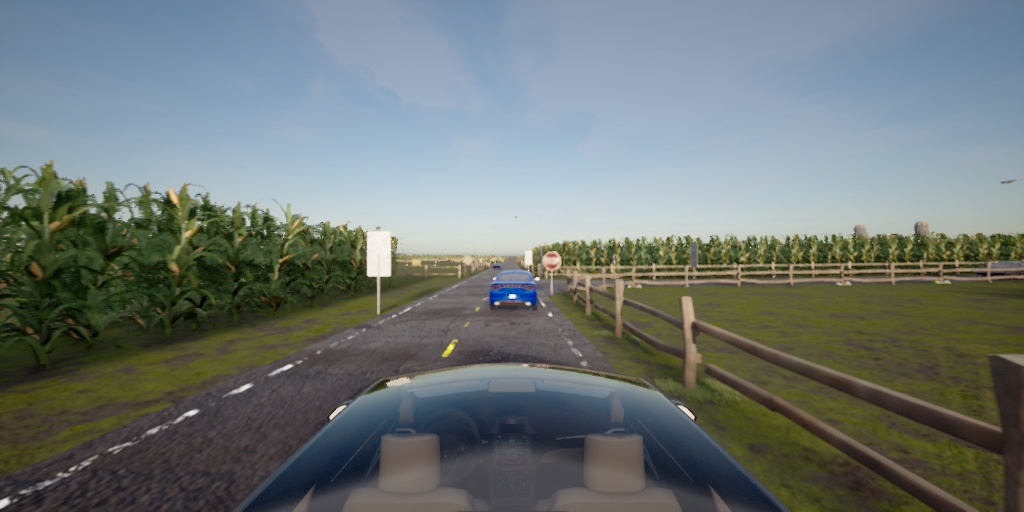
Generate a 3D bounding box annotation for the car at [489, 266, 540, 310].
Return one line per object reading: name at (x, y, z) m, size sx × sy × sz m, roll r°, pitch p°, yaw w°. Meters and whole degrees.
car at (0.177, 1.359, 15.652) m, size 1.882 × 1.535 × 5.008 m, roll 0°, pitch -1°, yaw 4°

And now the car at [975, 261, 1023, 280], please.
car at (40.324, 1.122, 28.584) m, size 5.357 × 1.411 × 2.033 m, roll -1°, pitch 0°, yaw -5°
